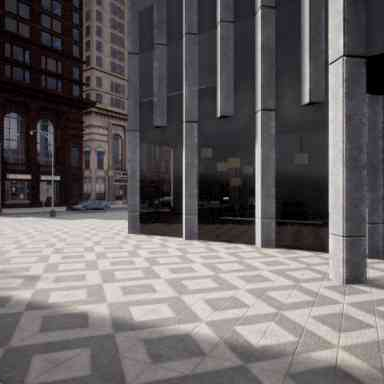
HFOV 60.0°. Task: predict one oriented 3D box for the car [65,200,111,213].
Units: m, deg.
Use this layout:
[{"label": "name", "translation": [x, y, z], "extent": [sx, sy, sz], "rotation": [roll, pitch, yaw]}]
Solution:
[{"label": "car", "translation": [-12.014, 1.627, 38.974], "extent": [2.033, 1.411, 5.357], "rotation": [0, 0, 36]}]
